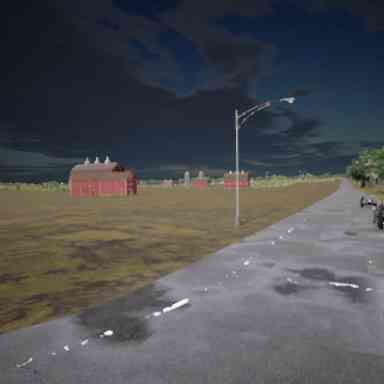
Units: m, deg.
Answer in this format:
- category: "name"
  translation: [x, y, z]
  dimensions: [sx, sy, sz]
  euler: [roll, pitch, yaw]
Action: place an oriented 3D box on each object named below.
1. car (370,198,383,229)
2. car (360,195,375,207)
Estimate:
- category: "car"
  translation: [11.978, 1.320, 19.805]
  dimensions: [1.837, 1.490, 4.892]
  euler: [0, 0, 25]
- category: "car"
  translation: [22.002, 1.117, 41.458]
  dimensions: [2.033, 1.411, 5.357]
  euler: [0, 1, 25]
